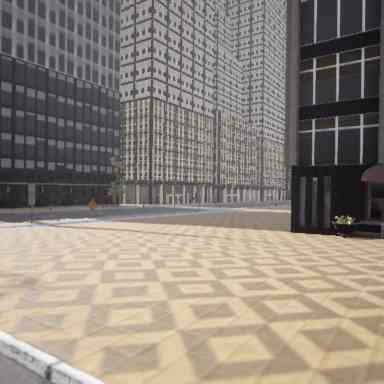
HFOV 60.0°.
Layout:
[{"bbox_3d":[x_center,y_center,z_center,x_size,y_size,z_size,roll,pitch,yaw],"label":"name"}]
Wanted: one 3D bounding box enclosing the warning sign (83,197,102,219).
[{"bbox_3d":[-9.107,1.459,30.524,1.300,1.860,1.060,2,1,35],"label":"warning sign"}]
